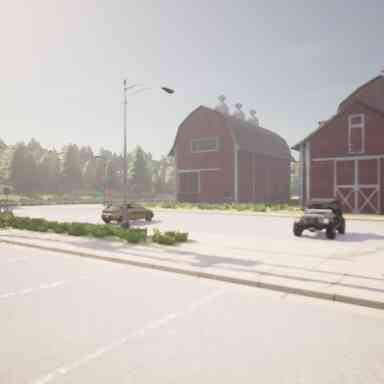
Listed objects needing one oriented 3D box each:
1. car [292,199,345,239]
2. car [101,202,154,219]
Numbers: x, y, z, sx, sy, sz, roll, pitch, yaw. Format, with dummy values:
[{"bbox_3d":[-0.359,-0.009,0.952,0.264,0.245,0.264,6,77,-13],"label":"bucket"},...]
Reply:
[{"bbox_3d":[6.694,1.305,17.313,1.905,1.878,3.866,0,0,35],"label":"car"},{"bbox_3d":[-4.677,1.500,24.580,1.816,1.474,4.193,0,0,35],"label":"car"}]
